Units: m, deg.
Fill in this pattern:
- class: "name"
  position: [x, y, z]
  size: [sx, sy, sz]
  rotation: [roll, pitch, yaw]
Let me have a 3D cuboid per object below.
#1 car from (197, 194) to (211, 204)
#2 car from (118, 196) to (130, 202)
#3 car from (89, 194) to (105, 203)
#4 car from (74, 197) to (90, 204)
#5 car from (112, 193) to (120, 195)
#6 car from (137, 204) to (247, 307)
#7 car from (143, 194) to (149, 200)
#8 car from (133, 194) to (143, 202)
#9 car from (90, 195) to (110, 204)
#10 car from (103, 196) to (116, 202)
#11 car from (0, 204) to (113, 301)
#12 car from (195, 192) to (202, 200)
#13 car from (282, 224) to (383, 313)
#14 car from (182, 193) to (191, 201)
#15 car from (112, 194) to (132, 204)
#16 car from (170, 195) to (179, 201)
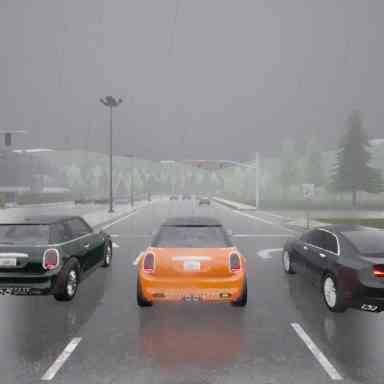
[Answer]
- class: "car"
  position: [2.166, 1.526, 57.241]
  size: [1.812, 1.442, 4.674]
  rotation: [0, 0, 0]
- class: "car"
  position: [-16.354, 1.595, 80.367]
  size: [1.895, 1.301, 4.718]
  rotation: [0, 0, 0]
- class: "car"
  position: [-19.845, 1.355, 69.689]
  size: [2.097, 1.767, 4.553]
  rotation: [0, 0, 0]
- class: "car"
  position: [-19.890, 1.601, 60.818]
  size: [1.895, 1.301, 4.718]
  rotation: [0, 0, 1]
- class: "car"
  position: [-16.345, 1.225, 70.271]
  size: [2.150, 2.045, 5.566]
  rotation: [0, 0, 0]
- class: "car"
  position: [0.000, 1.352, 8.150]
  size: [2.097, 1.767, 4.553]
  rotation: [0, 0, 0]
- class: "car"
  position: [-12.861, 1.283, 89.628]
  size: [2.097, 1.767, 4.553]
  rotation: [0, 0, 0]
- class: "car"
  position: [-12.849, 1.553, 74.921]
  size: [1.994, 1.385, 4.181]
  rotation: [0, 0, 0]
- class: "car"
  position: [-16.400, 1.601, 60.608]
  size: [1.895, 1.301, 4.718]
  rotation: [0, 0, 0]
- class: "car"
  position: [-19.853, 1.595, 79.977]
  size: [1.895, 1.301, 4.718]
  rotation: [0, 0, 0]
- class: "car"
  position: [-3.500, 1.352, 8.472]
  size: [2.097, 1.767, 4.553]
  rotation: [0, 0, 0]
- class: "car"
  position: [2.140, 1.520, 88.619]
  size: [1.812, 1.442, 4.674]
  rotation: [0, 0, 0]
- class: "car"
  position: [3.499, 1.505, 7.653]
  size: [1.837, 1.490, 4.892]
  rotation: [0, 0, 0]
- class: "car"
  position: [-1.360, 1.222, 88.282]
  size: [2.150, 2.045, 5.566]
  rotation: [0, 0, 0]
- class: "car"
  position: [-12.899, 1.600, 60.985]
  size: [1.895, 1.301, 4.718]
  rotation: [0, 0, 0]
- class: "car"
  position: [-4.860, 1.495, 88.543]
  size: [1.837, 1.490, 4.892]
  rotation: [0, 0, 0]
